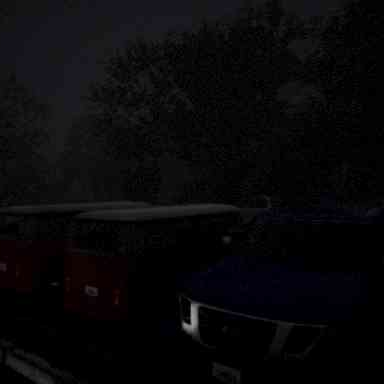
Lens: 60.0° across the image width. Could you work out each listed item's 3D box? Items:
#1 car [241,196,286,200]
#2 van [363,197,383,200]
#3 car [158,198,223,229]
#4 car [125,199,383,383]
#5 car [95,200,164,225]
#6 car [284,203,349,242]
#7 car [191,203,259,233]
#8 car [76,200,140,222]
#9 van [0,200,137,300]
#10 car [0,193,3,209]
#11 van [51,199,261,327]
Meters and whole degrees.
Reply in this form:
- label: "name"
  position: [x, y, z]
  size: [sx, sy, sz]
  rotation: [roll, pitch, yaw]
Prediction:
- label: "car"
  position: [4.530, 1.238, 19.422]
  size: [2.435, 2.045, 5.566]
  rotation: [0, 0, 35]
- label: "van"
  position: [9.104, 1.273, 16.278]
  size: [1.878, 1.987, 4.442]
  rotation: [0, 0, 35]
- label: "car"
  position: [0.005, 1.354, 22.642]
  size: [2.185, 1.767, 4.553]
  rotation: [0, 0, 35]
- label: "car"
  position: [1.903, 1.251, 5.172]
  size: [2.435, 2.045, 5.566]
  rotation: [0, 0, 35]
- label: "car"
  position: [-4.644, 1.467, 25.681]
  size: [1.946, 1.575, 5.366]
  rotation: [0, 0, 35]
- label: "car"
  position: [6.883, 1.491, 17.942]
  size: [1.946, 1.575, 5.366]
  rotation: [0, 0, 35]
- label: "car"
  position: [2.234, 1.514, 20.984]
  size: [2.163, 1.488, 4.792]
  rotation: [0, 0, 35]
- label: "car"
  position: [-6.797, 1.466, 27.446]
  size: [2.231, 1.521, 4.892]
  rotation: [0, 0, 35]
- label: "van"
  position: [-2.584, 1.267, 8.539]
  size: [1.878, 1.987, 4.442]
  rotation: [0, 0, 35]
- label: "car"
  position: [-27.374, 1.171, 42.032]
  size: [2.435, 2.045, 5.566]
  rotation: [0, 0, 35]
- label: "van"
  position: [-0.299, 1.271, 6.915]
  size: [1.878, 1.987, 4.442]
  rotation: [0, 0, 35]
